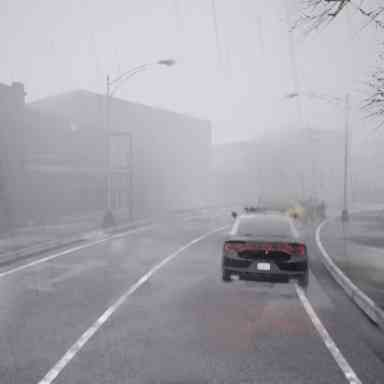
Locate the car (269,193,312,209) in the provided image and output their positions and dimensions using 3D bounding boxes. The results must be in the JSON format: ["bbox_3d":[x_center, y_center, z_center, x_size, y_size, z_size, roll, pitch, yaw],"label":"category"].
[{"bbox_3d":[5.091,1.061,17.990,1.801,1.575,5.366,1,2,26],"label":"car"}]

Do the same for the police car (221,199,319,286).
[{"bbox_3d":[1.980,1.217,9.112,1.930,1.638,5.238,1,1,12],"label":"police car"}]

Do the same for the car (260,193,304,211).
[{"bbox_3d":[8.306,0.830,30.457,1.812,1.442,4.674,2,2,43],"label":"car"}]

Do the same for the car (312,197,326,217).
[{"bbox_3d":[7.790,1.024,22.686,1.837,1.490,4.892,2,2,34],"label":"car"}]
